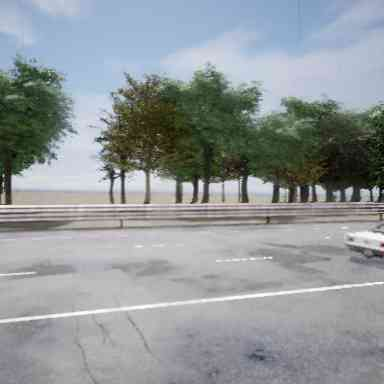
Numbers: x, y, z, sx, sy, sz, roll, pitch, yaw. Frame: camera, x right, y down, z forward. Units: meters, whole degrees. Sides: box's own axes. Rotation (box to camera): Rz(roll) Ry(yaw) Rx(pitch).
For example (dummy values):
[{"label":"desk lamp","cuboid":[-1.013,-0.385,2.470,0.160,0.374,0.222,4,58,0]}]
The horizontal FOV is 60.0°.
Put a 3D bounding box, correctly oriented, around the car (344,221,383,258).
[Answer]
[{"label":"car","cuboid":[7.524,1.582,10.893,4.718,1.301,1.895,0,0,-18]}]
